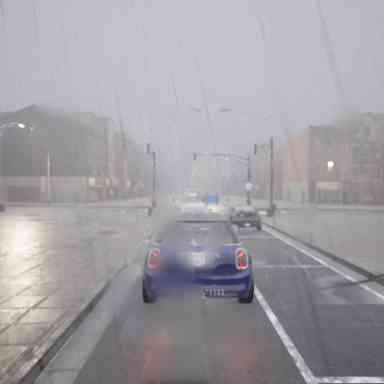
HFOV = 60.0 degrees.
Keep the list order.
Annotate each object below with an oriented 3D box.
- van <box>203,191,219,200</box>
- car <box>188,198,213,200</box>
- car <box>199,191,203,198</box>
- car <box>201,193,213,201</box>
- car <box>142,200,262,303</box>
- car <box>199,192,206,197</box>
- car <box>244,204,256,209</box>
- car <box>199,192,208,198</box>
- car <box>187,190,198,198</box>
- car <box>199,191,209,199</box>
[{"bbox_3d":[2.706,0.814,45.077,1.690,1.788,3.998,-1,0,0],"label":"van"},{"bbox_3d":[0.164,1.283,17.872,1.812,1.442,4.674,0,1,1],"label":"car"},{"bbox_3d":[2.725,0.701,55.658,2.192,1.841,5.009,-1,0,0],"label":"car"},{"bbox_3d":[2.740,0.900,60.949,2.008,1.369,4.403,-1,0,0],"label":"car"},{"bbox_3d":[0.114,1.236,8.050,2.097,1.767,4.553,0,1,0],"label":"car"},{"bbox_3d":[2.800,0.782,92.691,1.802,1.307,4.206,-2,0,0],"label":"car"},{"bbox_3d":[2.661,1.305,18.122,2.008,1.369,4.403,-1,1,0],"label":"car"},{"bbox_3d":[2.779,0.781,82.110,1.887,1.381,4.507,-1,0,0],"label":"car"},{"bbox_3d":[0.146,0.484,75.053,2.150,2.045,5.566,0,0,0],"label":"car"},{"bbox_3d":[2.767,0.699,76.819,1.967,1.590,4.097,-1,0,0],"label":"car"}]
